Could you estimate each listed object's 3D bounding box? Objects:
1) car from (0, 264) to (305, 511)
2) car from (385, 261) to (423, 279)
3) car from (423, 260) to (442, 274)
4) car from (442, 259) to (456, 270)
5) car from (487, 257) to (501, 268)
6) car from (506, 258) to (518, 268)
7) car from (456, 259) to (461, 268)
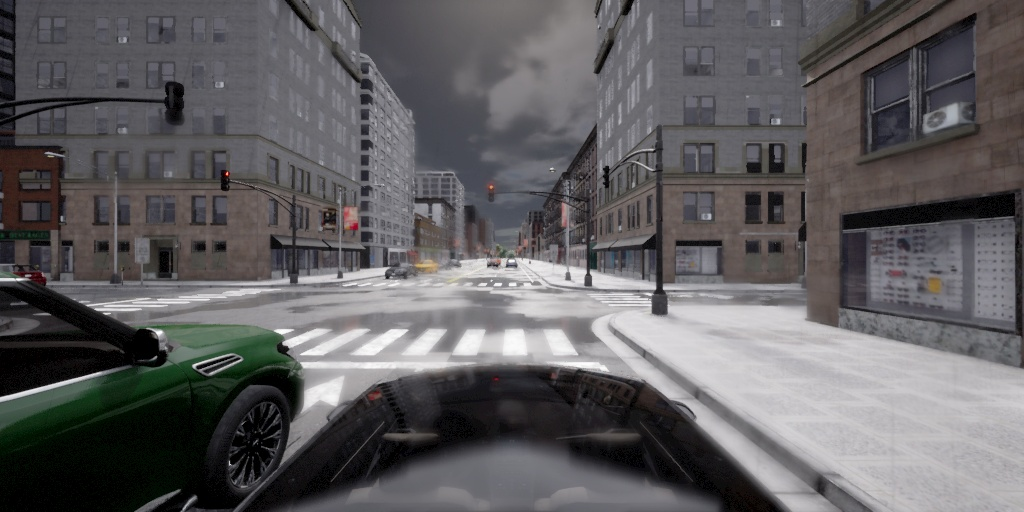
[{"bbox_3d":[-3.148,0.971,1.216,2.150,2.045,5.566,0,0,0],"label":"car"},{"bbox_3d":[-9.872,1.275,32.428,1.812,1.442,4.674,0,0,2],"label":"car"},{"bbox_3d":[-9.879,1.226,41.624,1.882,1.535,5.008,0,0,0],"label":"car"},{"bbox_3d":[-9.885,1.236,51.436,2.128,1.511,4.902,0,0,0],"label":"car"},{"bbox_3d":[-3.303,1.341,61.876,1.895,1.301,4.718,0,0,0],"label":"car"},{"bbox_3d":[-0.053,1.304,61.849,1.994,1.385,4.181,0,0,0],"label":"car"},{"bbox_3d":[-9.853,1.266,61.455,1.812,1.442,4.674,0,0,0],"label":"car"}]
